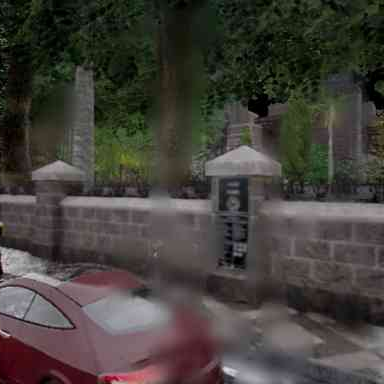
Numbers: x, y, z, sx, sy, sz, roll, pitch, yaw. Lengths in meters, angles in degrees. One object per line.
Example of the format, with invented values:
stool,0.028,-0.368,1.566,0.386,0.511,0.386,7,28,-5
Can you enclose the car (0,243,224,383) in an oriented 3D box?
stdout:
car,-1.619,1.568,4.116,4.206,1.307,1.802,0,0,35
